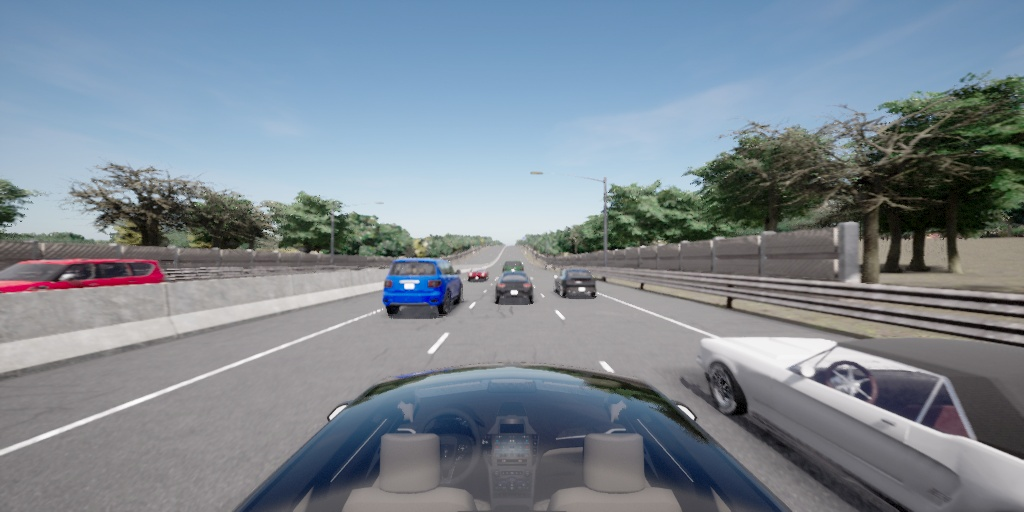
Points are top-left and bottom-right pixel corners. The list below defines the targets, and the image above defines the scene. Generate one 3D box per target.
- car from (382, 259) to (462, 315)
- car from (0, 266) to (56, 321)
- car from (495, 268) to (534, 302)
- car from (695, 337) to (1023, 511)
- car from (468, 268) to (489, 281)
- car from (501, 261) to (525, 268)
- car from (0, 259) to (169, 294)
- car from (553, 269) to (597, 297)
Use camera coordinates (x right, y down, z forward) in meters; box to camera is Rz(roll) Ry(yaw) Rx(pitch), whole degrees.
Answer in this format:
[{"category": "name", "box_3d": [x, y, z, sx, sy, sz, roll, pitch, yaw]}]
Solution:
[{"category": "car", "box_3d": [-3.400, 1.137, 14.563, 2.150, 2.045, 5.566, 0, -1, 0]}, {"category": "car", "box_3d": [-17.600, 1.215, 10.736, 2.097, 1.767, 4.553, 0, -1, 0]}, {"category": "car", "box_3d": [0.114, 1.494, 18.243, 1.812, 1.442, 4.674, 0, -1, 0]}, {"category": "car", "box_3d": [3.599, 1.367, 3.091, 1.895, 1.301, 4.718, 0, -1, 0]}, {"category": "car", "box_3d": [-3.399, 1.877, 37.022, 1.895, 1.301, 4.718, 0, -1, 0]}, {"category": "car", "box_3d": [0.101, 1.489, 36.531, 2.150, 2.045, 5.566, 0, -1, 0]}, {"category": "car", "box_3d": [-14.100, 1.093, 11.305, 2.150, 2.045, 5.566, 0, -1, 0]}, {"category": "car", "box_3d": [3.600, 1.513, 20.883, 1.837, 1.490, 4.892, 0, -1, 0]}]
